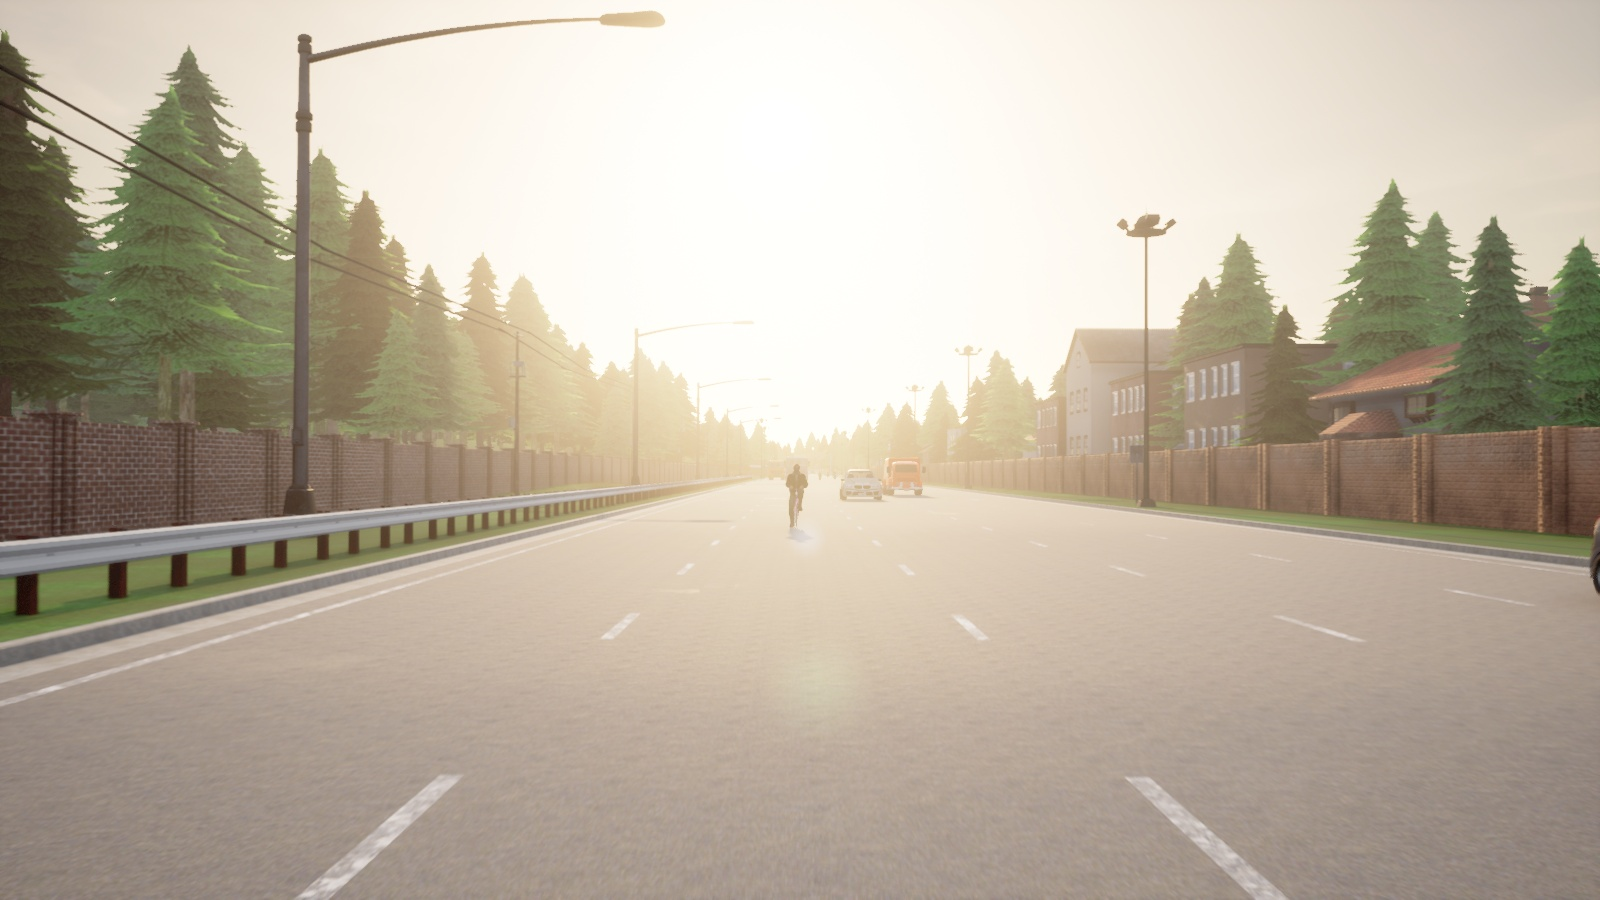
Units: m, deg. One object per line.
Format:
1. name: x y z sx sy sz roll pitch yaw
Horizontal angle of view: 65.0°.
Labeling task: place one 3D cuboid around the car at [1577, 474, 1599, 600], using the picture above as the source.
1. car: 10.466 1.014 13.582 1.845 1.501 3.633 0 -1 0

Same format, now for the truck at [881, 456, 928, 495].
1. truck: 6.794 1.682 82.491 2.627 2.467 5.204 0 -1 0

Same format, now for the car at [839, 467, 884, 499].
1. car: 3.329 1.798 68.840 2.242 1.667 4.611 0 -1 0
